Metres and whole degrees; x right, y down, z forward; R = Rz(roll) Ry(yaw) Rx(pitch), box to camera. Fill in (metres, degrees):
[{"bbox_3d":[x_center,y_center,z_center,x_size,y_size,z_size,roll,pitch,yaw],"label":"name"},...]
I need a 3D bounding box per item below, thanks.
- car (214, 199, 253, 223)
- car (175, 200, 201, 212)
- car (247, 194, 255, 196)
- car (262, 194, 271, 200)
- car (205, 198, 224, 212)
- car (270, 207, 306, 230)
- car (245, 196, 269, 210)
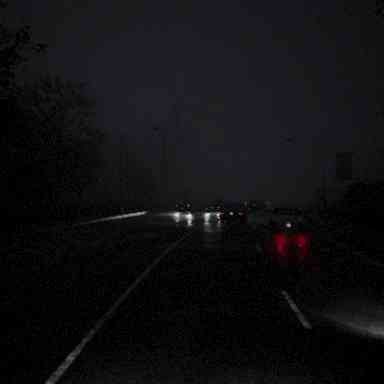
[{"bbox_3d":[3.301,1.543,25.437,2.033,1.411,5.357,0,0,13],"label":"car"},{"bbox_3d":[-0.415,1.568,39.121,1.895,1.301,4.718,0,0,17],"label":"car"},{"bbox_3d":[13.634,1.229,77.138,1.837,1.490,4.892,0,0,21],"label":"car"},{"bbox_3d":[16.900,1.246,75.879,1.837,1.490,4.892,0,0,21],"label":"car"},{"bbox_3d":[2.886,1.488,37.892,1.837,1.490,4.892,0,0,17],"label":"car"},{"bbox_3d":[5.974,1.609,21.234,1.895,1.301,4.718,0,0,11],"label":"car"},{"bbox_3d":[8.148,1.566,42.108,1.994,1.385,4.181,0,0,18],"label":"car"}]
